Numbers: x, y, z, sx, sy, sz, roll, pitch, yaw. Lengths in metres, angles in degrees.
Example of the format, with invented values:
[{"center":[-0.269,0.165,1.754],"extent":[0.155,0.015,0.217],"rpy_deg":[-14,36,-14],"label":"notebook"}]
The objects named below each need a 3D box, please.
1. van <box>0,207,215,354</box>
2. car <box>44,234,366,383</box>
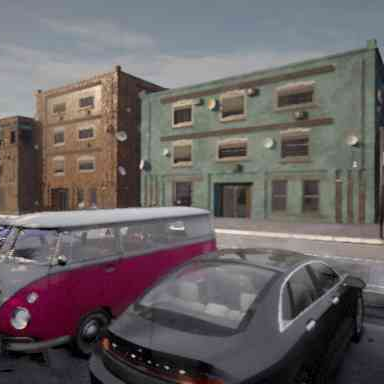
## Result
[{"center":[-1.359,1.295,5.973],"extent":[1.878,1.987,4.442],"rpy_deg":[-1,0,36],"label":"van"},{"center":[0.973,1.496,4.445],"extent":[2.231,1.521,4.892],"rpy_deg":[-1,0,36],"label":"car"}]
